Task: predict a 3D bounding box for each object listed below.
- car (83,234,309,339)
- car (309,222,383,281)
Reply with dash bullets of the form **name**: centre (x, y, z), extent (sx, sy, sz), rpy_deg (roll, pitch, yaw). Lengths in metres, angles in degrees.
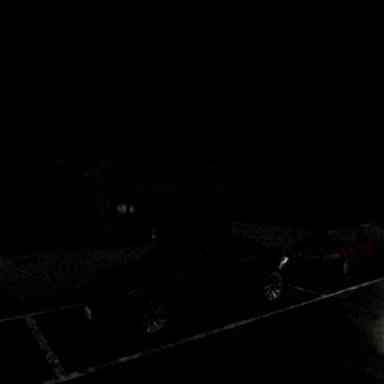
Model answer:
- **car**: centre (0.105, 1.566, 6.607), extent (4.313, 1.339, 1.947), rpy_deg (0, 0, -35)
- **car**: centre (4.588, 1.582, 9.796), extent (4.206, 1.307, 1.802), rpy_deg (0, 0, -35)
